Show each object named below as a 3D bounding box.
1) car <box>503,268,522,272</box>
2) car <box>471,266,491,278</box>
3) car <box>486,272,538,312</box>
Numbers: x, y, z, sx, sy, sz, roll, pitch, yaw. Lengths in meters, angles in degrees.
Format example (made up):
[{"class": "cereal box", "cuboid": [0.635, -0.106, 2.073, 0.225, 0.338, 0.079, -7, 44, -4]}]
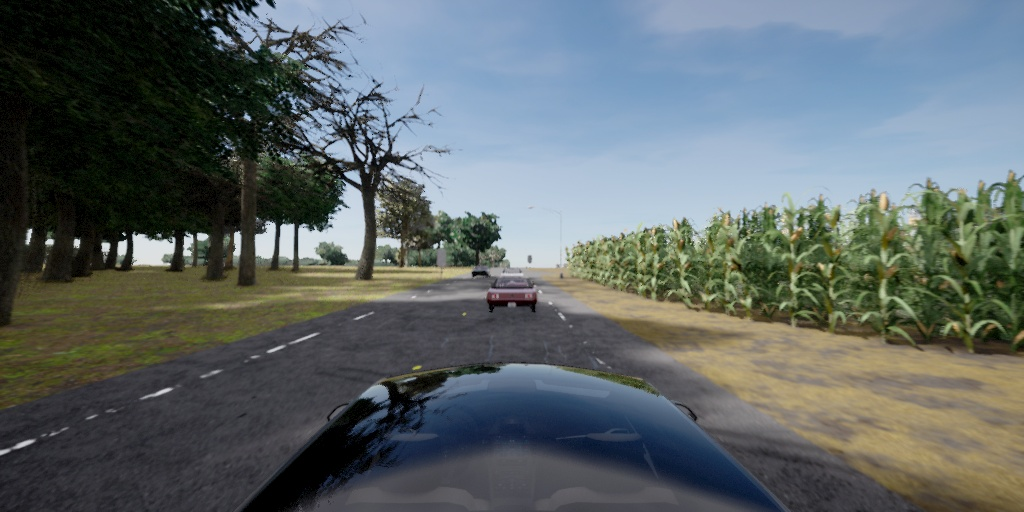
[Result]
[{"class": "car", "cuboid": [0.029, 1.672, 30.165, 1.895, 1.301, 4.718, 0, -1, 0]}, {"class": "car", "cuboid": [-3.495, 1.783, 40.656, 1.895, 1.301, 4.718, 0, -1, 0]}, {"class": "car", "cuboid": [0.022, 1.507, 15.158, 1.895, 1.301, 4.718, 0, -1, 0]}]
